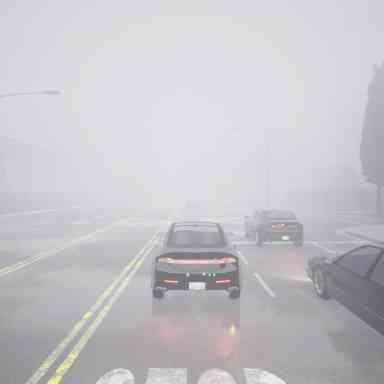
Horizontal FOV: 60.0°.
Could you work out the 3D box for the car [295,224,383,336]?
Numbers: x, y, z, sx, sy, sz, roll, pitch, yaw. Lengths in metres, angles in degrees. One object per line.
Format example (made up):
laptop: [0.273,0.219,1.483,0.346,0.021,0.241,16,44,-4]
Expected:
car: [3.593,1.547,5.410,2.033,1.411,5.357,0,0,0]

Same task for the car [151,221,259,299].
car: [0.089,1.492,8.459,2.128,1.511,4.902,0,0,0]

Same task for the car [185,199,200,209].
car: [0.038,1.601,44.107,1.895,1.301,4.718,0,0,0]

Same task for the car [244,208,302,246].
car: [3.579,1.505,15.157,1.837,1.490,4.892,0,0,0]
